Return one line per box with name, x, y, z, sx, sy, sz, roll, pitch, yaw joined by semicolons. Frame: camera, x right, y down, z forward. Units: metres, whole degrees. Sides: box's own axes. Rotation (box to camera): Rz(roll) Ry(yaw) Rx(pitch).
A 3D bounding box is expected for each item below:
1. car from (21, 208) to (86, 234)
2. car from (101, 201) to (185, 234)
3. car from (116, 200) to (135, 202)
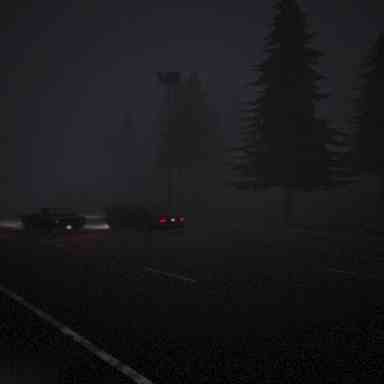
car;-7.957;1.530;18.799;4.718;1.301;1.895;0;0;45
car;-2.738;1.457;18.542;5.357;1.411;2.033;0;0;45
car;-5.214;1.357;25.945;5.008;1.535;1.882;0;0;45
